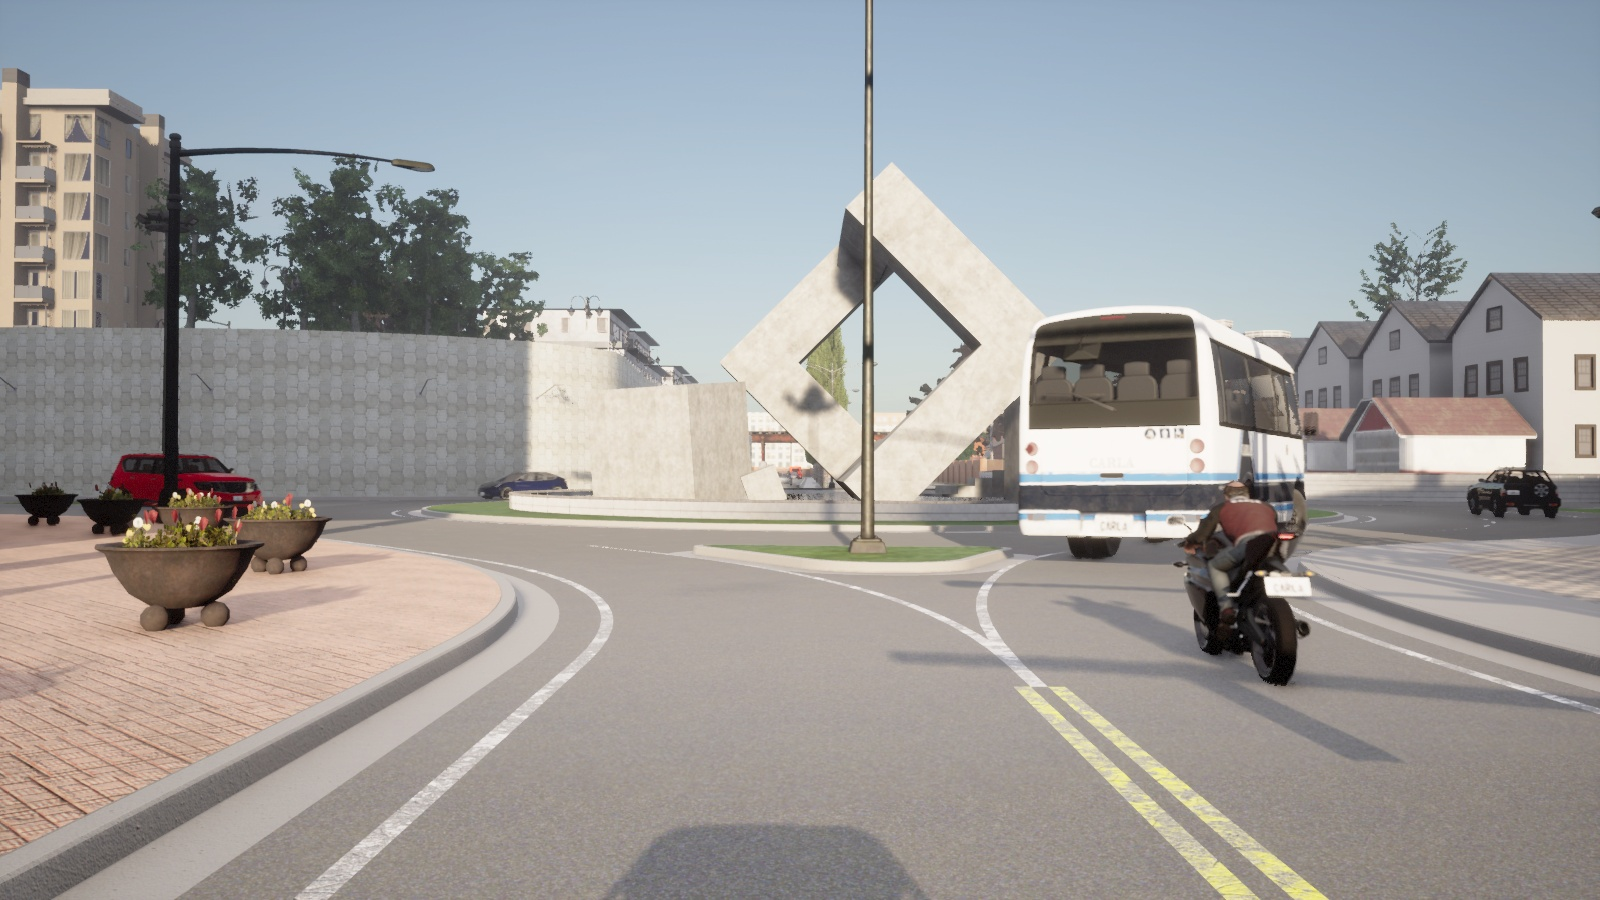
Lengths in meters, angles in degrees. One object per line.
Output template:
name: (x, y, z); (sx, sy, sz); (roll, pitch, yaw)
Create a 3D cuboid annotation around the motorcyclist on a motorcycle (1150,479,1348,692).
motorcyclist on a motorcycle: (3.570, 1.007, 10.234); (0.866, 1.530, 2.191); (0, -1, 2)

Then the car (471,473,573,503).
car: (-14.398, 1.964, 65.241); (2.163, 1.488, 4.792); (-1, -1, 45)

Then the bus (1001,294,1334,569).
bus: (7.740, -0.176, 24.889); (3.944, 4.253, 10.273); (-2, -2, 30)

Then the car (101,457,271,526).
car: (-19.225, 1.268, 39.237); (5.566, 2.045, 2.150); (-1, -1, 32)

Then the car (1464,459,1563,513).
car: (25.857, 1.293, 45.667); (1.932, 1.855, 4.605); (0, -1, 14)
